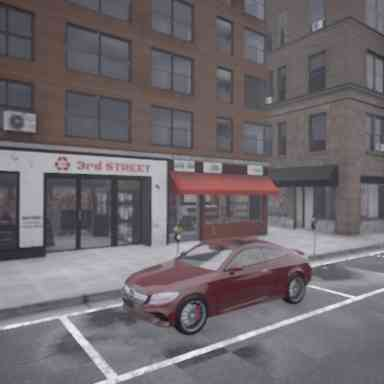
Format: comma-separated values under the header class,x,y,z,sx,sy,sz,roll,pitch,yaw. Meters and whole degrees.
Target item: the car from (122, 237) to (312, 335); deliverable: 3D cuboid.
class,x,y,z,sx,sy,sz,roll,pitch,yaw
car,0.699,1.606,6.670,4.206,1.307,1.802,0,0,-35
